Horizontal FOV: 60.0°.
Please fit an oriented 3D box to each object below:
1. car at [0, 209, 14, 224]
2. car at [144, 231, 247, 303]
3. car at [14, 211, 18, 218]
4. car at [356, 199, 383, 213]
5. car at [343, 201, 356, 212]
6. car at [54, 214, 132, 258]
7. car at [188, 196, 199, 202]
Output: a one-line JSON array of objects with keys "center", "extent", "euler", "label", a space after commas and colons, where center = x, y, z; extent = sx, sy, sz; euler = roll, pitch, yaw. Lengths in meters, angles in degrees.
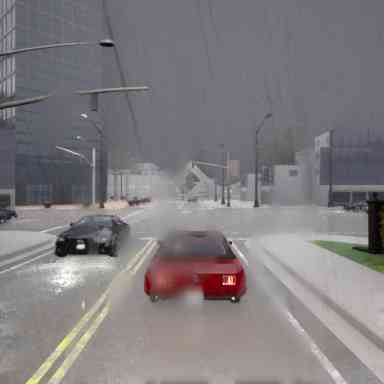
[{"center": [-15.354, 1.447, 23.093], "extent": [4.553, 1.767, 2.097], "euler": [-1, 0, 0], "label": "car"}, {"center": [0.072, 1.601, 8.177], "extent": [1.895, 1.301, 4.718], "euler": [0, 0, 0], "label": "car"}, {"center": [-16.974, 1.661, 26.583], "extent": [5.357, 1.411, 2.033], "euler": [-1, 0, 0], "label": "car"}, {"center": [19.883, 1.480, 34.078], "extent": [4.674, 1.442, 1.812], "euler": [0, 0, 0], "label": "car"}, {"center": [19.380, 1.520, 37.573], "extent": [4.181, 1.385, 1.994], "euler": [0, 0, -1], "label": "car"}, {"center": [-3.569, 1.563, 12.680], "extent": [1.994, 1.385, 4.181], "euler": [0, 0, 0], "label": "car"}, {"center": [0.331, 1.540, 75.322], "extent": [2.033, 1.411, 5.357], "euler": [0, 0, 8], "label": "car"}]
